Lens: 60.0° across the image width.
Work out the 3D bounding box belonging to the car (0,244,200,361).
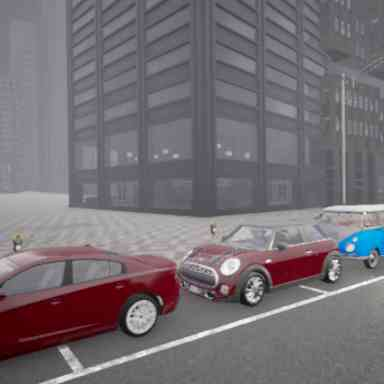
[{"bbox_3d":[-2.305,1.542,5.017,4.507,1.381,1.887,0,-1,-35],"label":"car"}]

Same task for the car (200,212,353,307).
[{"bbox_3d":[1.672,1.422,7.854,4.097,1.590,1.967,0,-1,-35],"label":"car"}]

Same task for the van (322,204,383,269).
[{"bbox_3d":[5.649,1.306,10.692,3.998,1.788,1.690,0,-1,-35],"label":"van"}]
